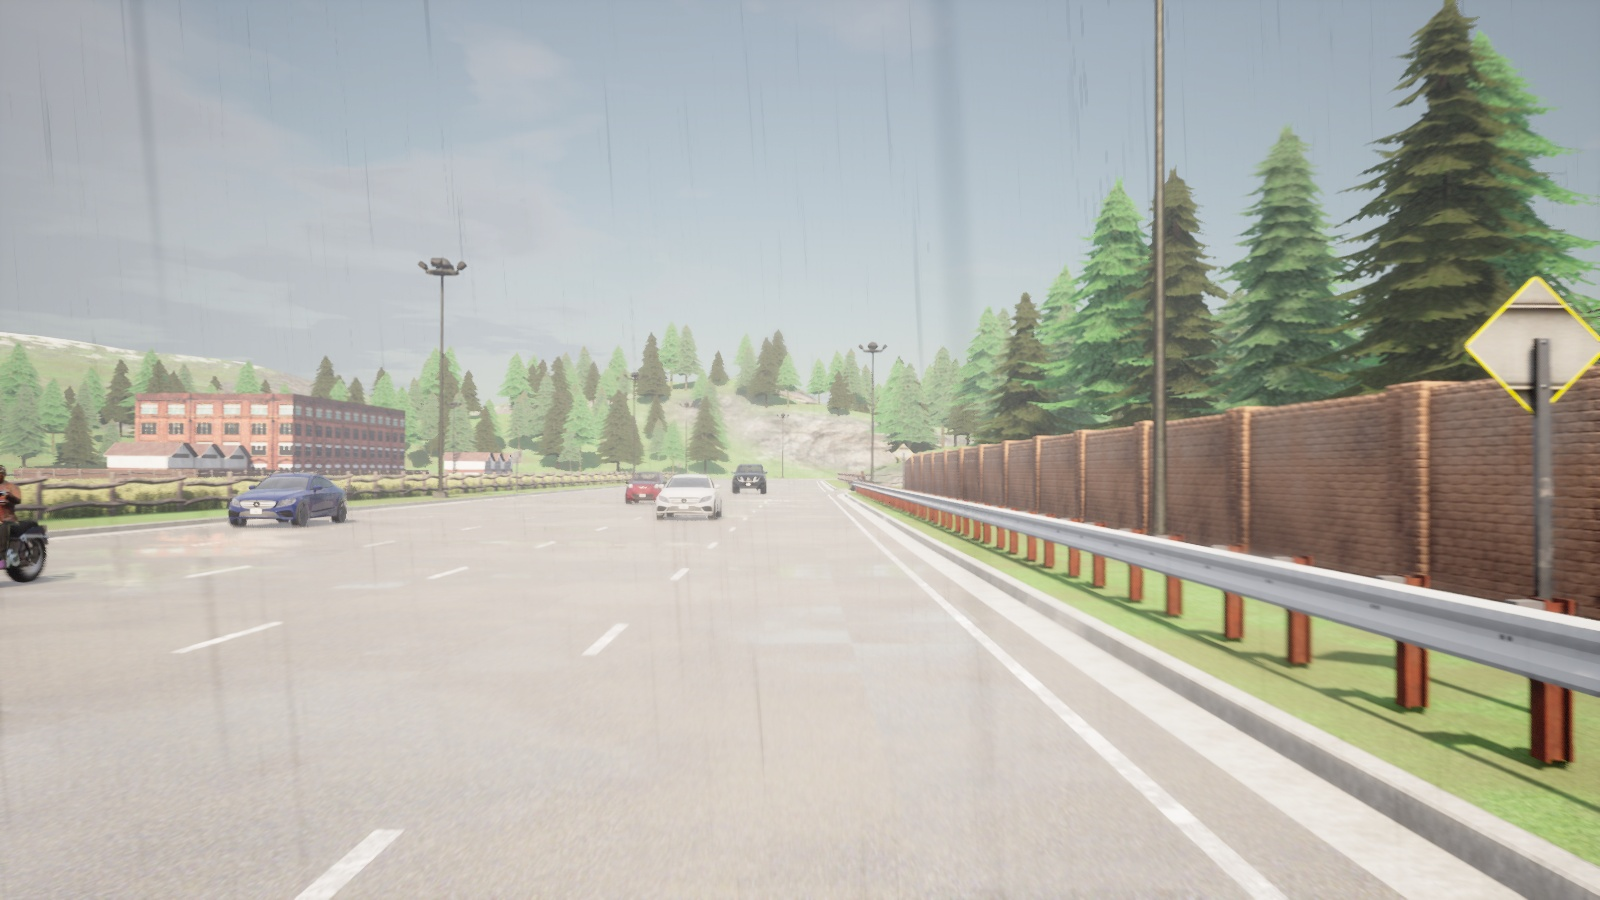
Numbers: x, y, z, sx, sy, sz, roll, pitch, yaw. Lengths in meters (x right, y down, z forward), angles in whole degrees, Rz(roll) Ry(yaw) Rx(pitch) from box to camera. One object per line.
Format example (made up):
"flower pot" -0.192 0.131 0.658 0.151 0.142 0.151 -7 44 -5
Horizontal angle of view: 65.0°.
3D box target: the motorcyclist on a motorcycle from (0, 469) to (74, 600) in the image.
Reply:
"motorcyclist on a motorcycle" -10.540 1.080 16.384 0.766 1.649 2.350 0 -1 0

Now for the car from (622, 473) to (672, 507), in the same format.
"car" -6.958 1.815 57.461 1.845 1.501 3.633 0 -1 0

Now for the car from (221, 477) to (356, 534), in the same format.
"car" -14.036 1.477 34.774 1.812 1.442 4.674 0 -1 0

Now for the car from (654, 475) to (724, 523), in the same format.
"car" -3.516 1.530 40.528 1.812 1.442 4.674 0 -1 0

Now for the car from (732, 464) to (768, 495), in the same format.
"car" -3.363 1.973 85.474 2.150 2.045 5.566 0 -1 0
